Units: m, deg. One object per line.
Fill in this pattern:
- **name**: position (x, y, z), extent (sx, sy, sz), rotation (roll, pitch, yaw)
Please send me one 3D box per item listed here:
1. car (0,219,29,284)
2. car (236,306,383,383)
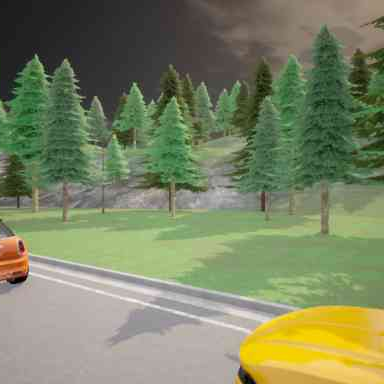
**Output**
- **car**: position (-6.136, 1.352, 8.342), extent (4.553, 1.767, 2.097), rotation (0, 0, 35)
- **car**: position (2.675, 1.478, 2.085), extent (5.008, 1.535, 1.882), rotation (0, 0, 35)
